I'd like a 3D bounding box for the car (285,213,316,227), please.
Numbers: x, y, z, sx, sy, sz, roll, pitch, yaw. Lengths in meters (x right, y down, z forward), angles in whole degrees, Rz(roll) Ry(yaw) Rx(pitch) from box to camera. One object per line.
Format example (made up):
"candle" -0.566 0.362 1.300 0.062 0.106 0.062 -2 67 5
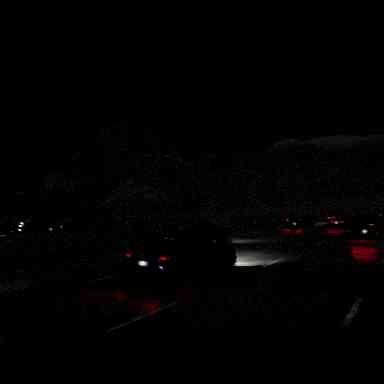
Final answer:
"car" 10.971 2.774 33.336 1.895 1.301 4.718 -2 -3 34

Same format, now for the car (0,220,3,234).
"car" -16.525 3.039 30.686 1.994 1.385 4.181 -2 -3 34

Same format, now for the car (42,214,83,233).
"car" -9.740 2.777 28.213 1.837 1.490 4.892 -2 -3 34

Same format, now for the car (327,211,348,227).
"car" 14.490 2.582 32.290 1.837 1.490 4.892 -2 -3 34

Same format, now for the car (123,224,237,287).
"car" -0.215 1.987 10.831 1.994 1.385 4.181 -2 -3 34

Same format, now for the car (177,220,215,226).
"car" 0.441 2.224 17.977 1.812 1.442 4.674 -2 -3 34

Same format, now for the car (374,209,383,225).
"car" 20.863 2.601 35.401 2.128 1.511 4.902 -2 -3 34

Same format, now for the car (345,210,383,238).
"car" 11.916 2.212 22.347 1.837 1.490 4.892 -2 -3 34

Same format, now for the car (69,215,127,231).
"car" -6.989 2.705 26.036 1.994 1.385 4.181 -2 -3 34

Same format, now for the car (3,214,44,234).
"car" -13.417 2.713 29.046 2.097 1.767 4.553 -2 -3 34
